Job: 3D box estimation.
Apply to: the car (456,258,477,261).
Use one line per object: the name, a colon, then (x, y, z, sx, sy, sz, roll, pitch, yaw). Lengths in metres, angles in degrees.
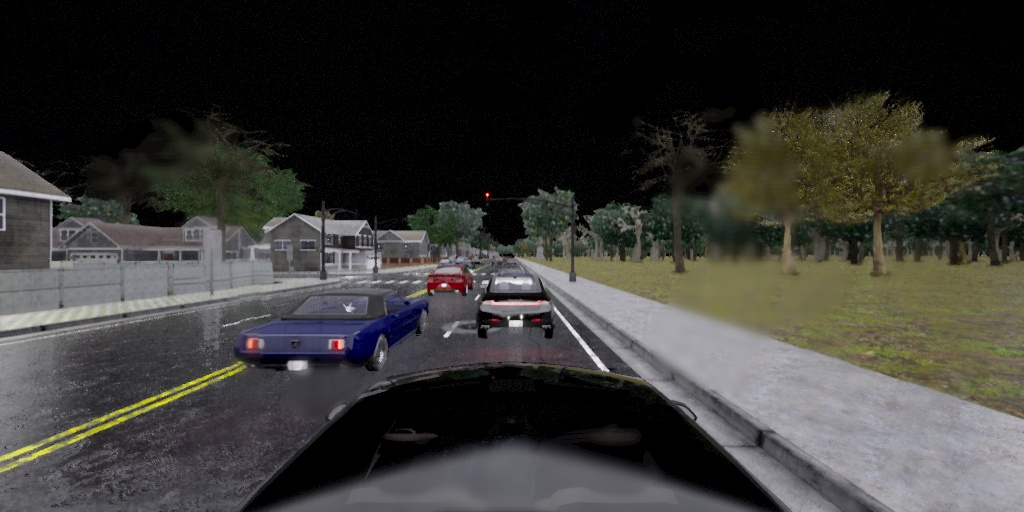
car: (-6.639, 1.252, 53.218, 1.994, 1.385, 4.181, 0, 0, 0)

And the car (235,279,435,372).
car: (-3.157, 1.345, 7.573, 1.895, 1.301, 4.718, 0, 0, 1)

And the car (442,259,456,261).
car: (-9.890, 1.214, 53.351, 1.812, 1.442, 4.674, 0, 0, 0)

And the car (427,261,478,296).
car: (-3.170, 1.212, 19.166, 1.882, 1.535, 5.008, 0, 0, 0)

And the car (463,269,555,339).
car: (0.087, 1.234, 10.087, 2.128, 1.511, 4.902, 0, 0, 0)
